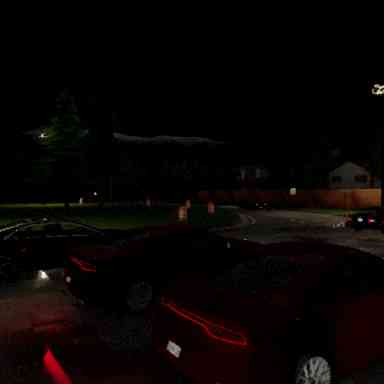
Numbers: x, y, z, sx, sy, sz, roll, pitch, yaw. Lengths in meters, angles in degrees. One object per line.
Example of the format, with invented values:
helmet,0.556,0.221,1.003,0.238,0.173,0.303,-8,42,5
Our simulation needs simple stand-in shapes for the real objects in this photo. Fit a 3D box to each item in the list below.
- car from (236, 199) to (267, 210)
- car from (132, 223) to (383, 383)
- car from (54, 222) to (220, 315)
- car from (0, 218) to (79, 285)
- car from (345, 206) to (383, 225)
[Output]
car,7.673,1.604,43.343,1.895,1.301,4.718,0,0,-24
car,1.875,1.478,4.833,5.008,1.535,1.882,0,0,-33
car,-0.263,1.478,7.618,5.008,1.535,1.882,0,0,-33
car,-3.744,1.492,9.519,4.902,1.511,2.128,0,0,-33
car,11.132,1.548,19.273,5.357,1.411,2.033,0,0,-33
